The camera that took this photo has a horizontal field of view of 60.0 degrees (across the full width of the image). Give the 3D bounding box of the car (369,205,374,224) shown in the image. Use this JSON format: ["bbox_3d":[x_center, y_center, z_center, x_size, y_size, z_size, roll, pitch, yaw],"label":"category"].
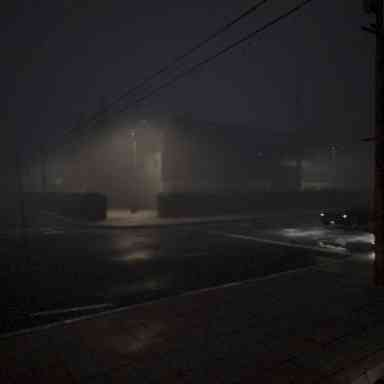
[{"bbox_3d":[11.614,1.177,17.291,4.553,1.767,2.097,-1,0,-33],"label":"car"}]

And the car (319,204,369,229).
[{"bbox_3d":[9.950,1.419,20.378,4.718,1.301,1.895,-1,0,-33],"label":"car"}]
